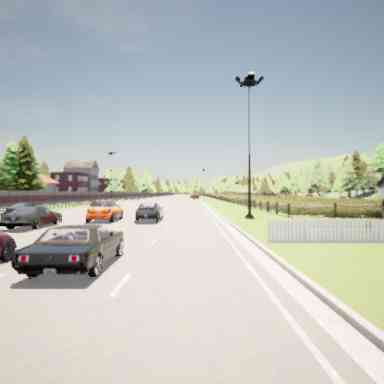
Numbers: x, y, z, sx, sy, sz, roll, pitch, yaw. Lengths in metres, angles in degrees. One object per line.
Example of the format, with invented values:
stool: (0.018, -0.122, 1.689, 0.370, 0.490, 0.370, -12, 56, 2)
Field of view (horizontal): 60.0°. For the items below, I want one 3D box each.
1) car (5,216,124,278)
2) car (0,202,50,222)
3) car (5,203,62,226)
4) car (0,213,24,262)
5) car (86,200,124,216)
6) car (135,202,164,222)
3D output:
car: (-3.407, 1.636, 10.216, 1.895, 1.301, 4.718, 0, 0, 0)
car: (-13.902, 1.622, 27.991, 1.812, 1.442, 4.674, 0, 0, 0)
car: (-10.415, 1.623, 21.919, 2.033, 1.411, 5.357, 0, 0, 0)
car: (-6.909, 1.558, 9.388, 1.812, 1.442, 4.674, 0, 0, 0)
car: (-6.905, 1.444, 26.742, 2.097, 1.767, 4.553, 0, 0, 0)
car: (-3.404, 1.584, 27.016, 2.128, 1.511, 4.902, 0, 0, 0)
